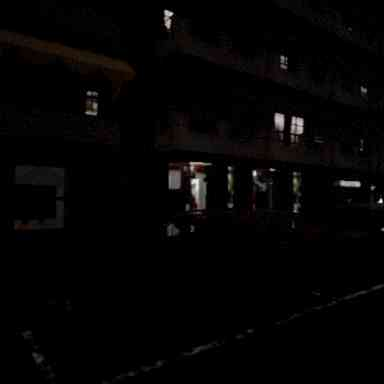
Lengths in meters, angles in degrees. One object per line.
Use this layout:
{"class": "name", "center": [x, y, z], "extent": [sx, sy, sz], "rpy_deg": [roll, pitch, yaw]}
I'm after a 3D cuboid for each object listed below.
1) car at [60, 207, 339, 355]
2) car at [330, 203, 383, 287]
{"class": "car", "center": [0.270, 1.296, 6.263], "extent": [5.009, 1.841, 2.192], "rpy_deg": [0, 2, -35]}
{"class": "car", "center": [4.772, 1.268, 9.475], "extent": [5.009, 1.841, 2.192], "rpy_deg": [0, 2, -35]}
